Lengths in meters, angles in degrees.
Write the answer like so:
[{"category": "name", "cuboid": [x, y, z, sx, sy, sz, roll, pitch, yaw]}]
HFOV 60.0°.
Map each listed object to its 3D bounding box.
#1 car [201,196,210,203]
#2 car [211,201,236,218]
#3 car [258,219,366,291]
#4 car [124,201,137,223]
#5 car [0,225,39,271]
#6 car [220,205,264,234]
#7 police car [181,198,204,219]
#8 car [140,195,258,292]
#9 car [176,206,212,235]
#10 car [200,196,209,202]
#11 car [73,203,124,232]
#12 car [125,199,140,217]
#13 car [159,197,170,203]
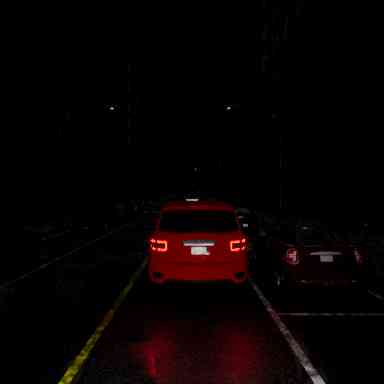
[{"category": "car", "cuboid": [2.933, 1.581, 73.673, 1.752, 1.417, 4.829, 0, 0, 0]}, {"category": "car", "cuboid": [2.869, 1.570, 31.003, 1.947, 1.339, 4.313, 0, 0, 0]}, {"category": "car", "cuboid": [2.858, 1.440, 8.998, 1.967, 1.590, 4.097, 0, 0, 0]}, {"category": "car", "cuboid": [-5.660, 1.584, 25.506, 1.802, 1.307, 4.206, 0, 0, 0]}, {"category": "car", "cuboid": [-5.667, 1.582, 9.002, 1.802, 1.307, 4.206, 0, 0, 0]}, {"category": "car", "cuboid": [2.863, 1.552, 20.001, 2.008, 1.369, 4.403, 0, 0, 0]}, {"category": "police car", "cuboid": [0.014, 1.429, 30.116, 1.930, 1.638, 5.238, 0, 0, 0]}, {"category": "car", "cuboid": [0.108, 1.222, 9.082, 2.150, 2.045, 5.566, 0, 0, -1]}, {"category": "car", "cuboid": [0.108, 1.602, 19.852, 1.895, 1.301, 4.718, 0, 0, 0]}, {"category": "car", "cuboid": [2.946, 1.617, 78.911, 2.008, 1.369, 4.403, 0, 0, 0]}, {"category": "car", "cuboid": [-5.662, 1.567, 20.005, 1.947, 1.339, 4.313, 0, 0, 0]}, {"category": "car", "cuboid": [-5.657, 1.444, 31.008, 1.967, 1.590, 4.097, 0, 0, 0]}, {"category": "car", "cuboid": [-5.604, 1.627, 68.111, 1.802, 1.307, 4.206, 0, 0, 0]}]
